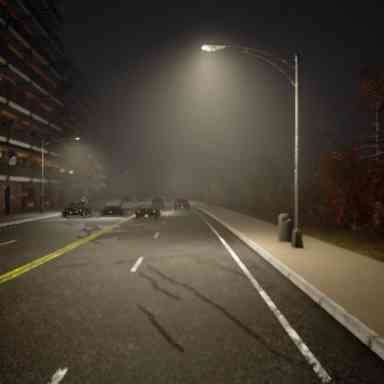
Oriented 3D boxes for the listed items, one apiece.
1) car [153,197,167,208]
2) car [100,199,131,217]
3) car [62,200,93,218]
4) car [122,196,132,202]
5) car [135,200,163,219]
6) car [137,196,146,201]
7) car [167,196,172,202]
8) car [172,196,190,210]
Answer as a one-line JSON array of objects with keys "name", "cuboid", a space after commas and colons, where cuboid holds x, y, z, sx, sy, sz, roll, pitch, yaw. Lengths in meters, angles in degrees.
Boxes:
[{"name": "car", "cuboid": [-5.150, 1.560, 50.330, 1.882, 1.535, 5.008, 0, 0, -5]}, {"name": "car", "cuboid": [-7.402, 1.629, 31.813, 1.994, 1.385, 4.181, 0, 0, -3]}, {"name": "car", "cuboid": [-10.627, 1.576, 31.211, 1.837, 1.490, 4.892, 0, -1, -3]}, {"name": "car", "cuboid": [-14.064, 1.584, 71.997, 1.994, 1.385, 4.181, 0, 0, -7]}, {"name": "car", "cuboid": [-3.845, 1.657, 29.649, 1.895, 1.301, 4.718, 0, 0, -2]}, {"name": "car", "cuboid": [-10.843, 1.563, 72.429, 2.033, 1.411, 5.357, 0, 0, -7]}, {"name": "car", "cuboid": [-5.334, 1.629, 80.149, 2.128, 1.511, 4.902, 0, 0, -9]}, {"name": "car", "cuboid": [-1.358, 1.574, 43.306, 1.837, 1.490, 4.892, 0, 0, -4]}]
